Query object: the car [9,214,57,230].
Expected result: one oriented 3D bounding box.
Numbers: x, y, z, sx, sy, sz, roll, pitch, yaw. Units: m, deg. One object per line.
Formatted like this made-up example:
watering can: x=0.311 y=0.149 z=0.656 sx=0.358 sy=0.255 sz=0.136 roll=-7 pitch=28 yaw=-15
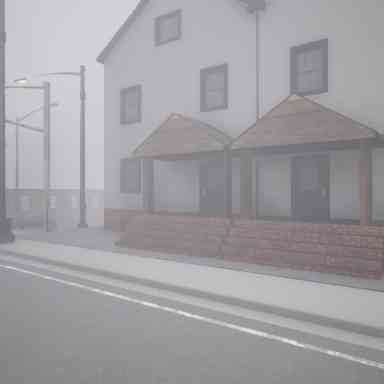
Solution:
car: x=-14.074 y=2.654 z=29.325 sx=1.994 sy=1.385 sz=4.181 roll=0 pitch=-9 yaw=36
